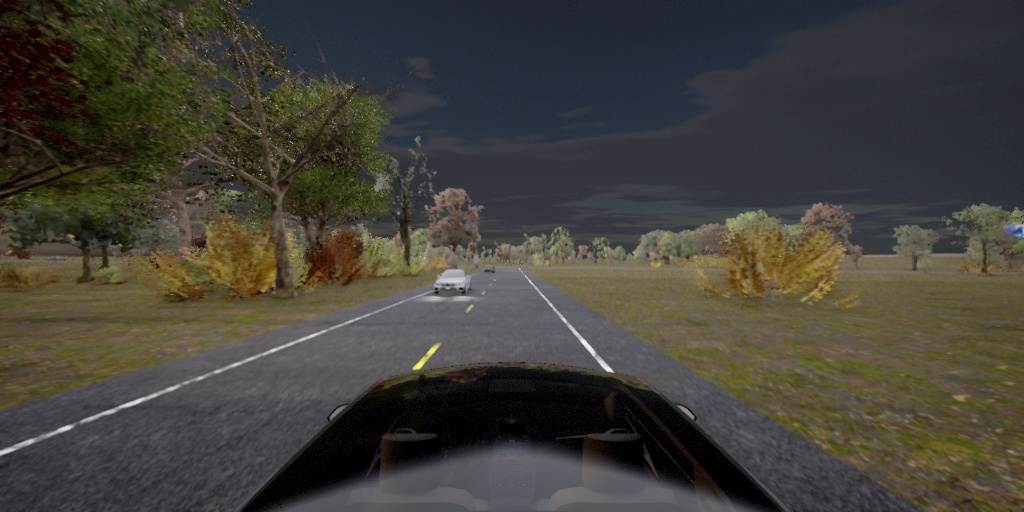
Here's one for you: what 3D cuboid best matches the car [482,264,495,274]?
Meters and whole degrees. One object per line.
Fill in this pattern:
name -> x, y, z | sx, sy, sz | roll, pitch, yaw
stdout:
car -> -3.602, 1.962, 55.248 | 1.837, 1.490, 4.892 | 0, 0, 0

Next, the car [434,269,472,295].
car -> -3.598, 1.556, 22.426 | 1.812, 1.442, 4.674 | 0, -1, 0
